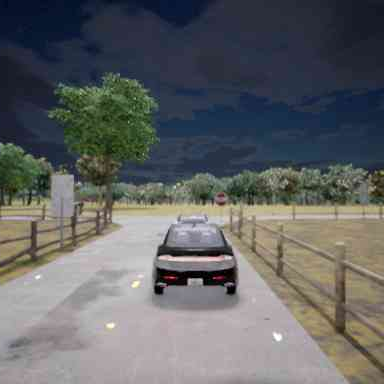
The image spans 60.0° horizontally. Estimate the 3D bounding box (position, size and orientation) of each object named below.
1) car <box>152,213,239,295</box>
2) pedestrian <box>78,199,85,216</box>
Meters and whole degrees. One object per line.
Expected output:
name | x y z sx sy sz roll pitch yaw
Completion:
car | 0.067 1.542 8.844 2.128 1.511 4.902 0 0 0
pedestrian | -12.231 1.679 36.735 0.375 1.860 0.375 0 -2 0
